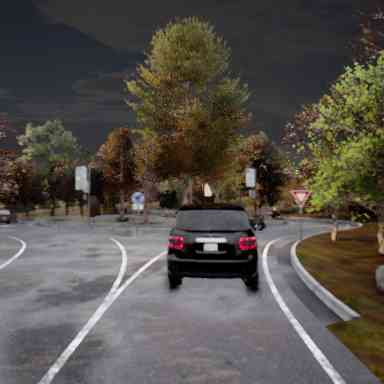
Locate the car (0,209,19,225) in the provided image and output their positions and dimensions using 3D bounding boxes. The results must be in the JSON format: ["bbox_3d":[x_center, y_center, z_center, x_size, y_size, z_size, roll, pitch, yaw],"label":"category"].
[{"bbox_3d":[-18.667,2.464,32.905,1.812,1.442,4.674,0,-2,-16],"label":"car"}]

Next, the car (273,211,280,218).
[{"bbox_3d":[10.148,3.062,48.426,2.033,1.411,5.357,2,-3,-39],"label":"car"}]

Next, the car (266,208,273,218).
[{"bbox_3d":[2.785,2.063,23.045,4.902,1.511,2.128,1,-2,-23],"label":"car"}]

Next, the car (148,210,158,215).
[{"bbox_3d":[-5.124,3.225,54.623,4.718,1.301,1.895,1,-2,-3],"label":"car"}]

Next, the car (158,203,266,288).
[{"bbox_3d":[0.673,1.332,9.730,2.150,2.045,5.566,0,-1,6],"label":"car"}]
